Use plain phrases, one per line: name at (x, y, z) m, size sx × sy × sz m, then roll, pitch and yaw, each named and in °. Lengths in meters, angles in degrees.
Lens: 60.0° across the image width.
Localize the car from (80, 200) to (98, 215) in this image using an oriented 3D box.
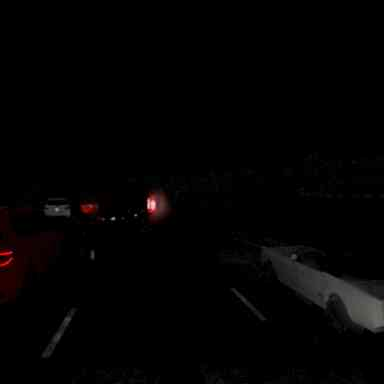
car at (-12.537, 1.809, 40.703) m, size 2.097 × 1.767 × 4.553 m, roll 0°, pitch -1°, yaw -21°

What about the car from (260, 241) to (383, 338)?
car at (3.004, 1.647, 6.788) m, size 1.895 × 1.301 × 4.718 m, roll 0°, pitch -1°, yaw -8°

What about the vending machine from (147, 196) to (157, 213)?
vending machine at (-5.025, 1.618, 41.989) m, size 1.100 × 2.100 × 0.880 m, roll 0°, pitch -1°, yaw -21°

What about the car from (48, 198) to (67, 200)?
car at (-12.374, 1.583, 30.607) m, size 2.150 × 2.045 × 5.566 m, roll 0°, pitch -1°, yaw -21°

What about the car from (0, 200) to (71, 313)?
car at (-4.487, 1.323, 7.819) m, size 2.150 × 2.045 × 5.566 m, roll 0°, pitch -1°, yaw -11°

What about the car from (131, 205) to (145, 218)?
car at (-6.198, 1.957, 34.052) m, size 1.895 × 1.301 × 4.718 m, roll 0°, pitch -1°, yaw -21°

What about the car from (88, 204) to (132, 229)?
car at (-5.976, 1.807, 23.786) m, size 2.033 × 1.411 × 5.357 m, roll 0°, pitch -1°, yaw -21°

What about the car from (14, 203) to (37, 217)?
car at (-19.143, 2.038, 38.375) m, size 1.994 × 1.385 × 4.181 m, roll 0°, pitch -1°, yaw -21°
